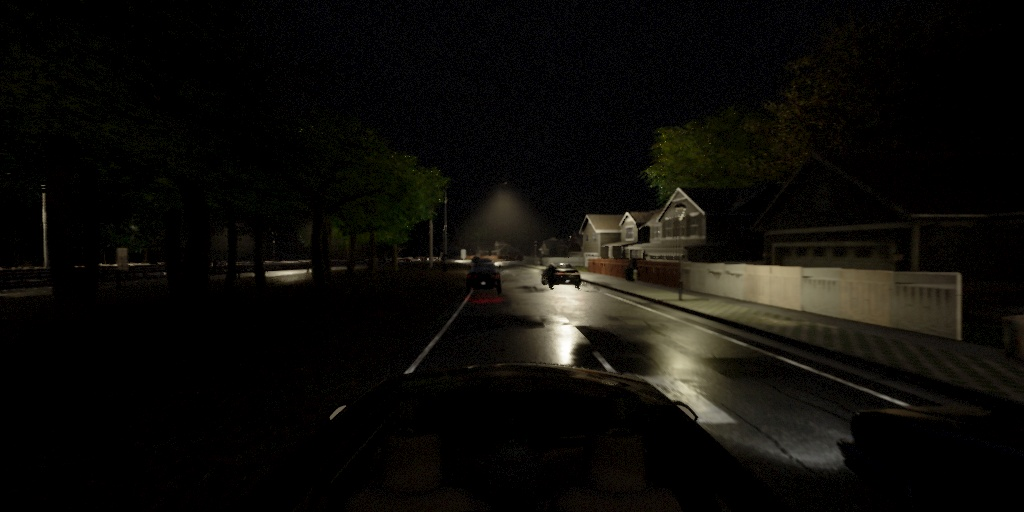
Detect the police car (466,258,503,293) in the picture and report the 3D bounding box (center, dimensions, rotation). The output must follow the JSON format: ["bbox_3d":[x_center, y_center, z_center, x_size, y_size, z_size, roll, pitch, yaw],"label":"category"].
[{"bbox_3d":[-1.554,1.141,20.524,1.930,1.638,5.238,0,0,-3],"label":"police car"}]

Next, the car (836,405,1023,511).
[{"bbox_3d":[3.586,1.293,0.426,2.033,1.411,5.357,0,0,0],"label":"car"}]

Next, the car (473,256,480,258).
[{"bbox_3d":[-2.721,1.003,36.370,2.097,1.767,4.553,0,0,-5],"label":"car"}]

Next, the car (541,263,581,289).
[{"bbox_3d":[2.958,1.189,22.321,2.128,1.511,4.902,0,0,-3],"label":"car"}]
